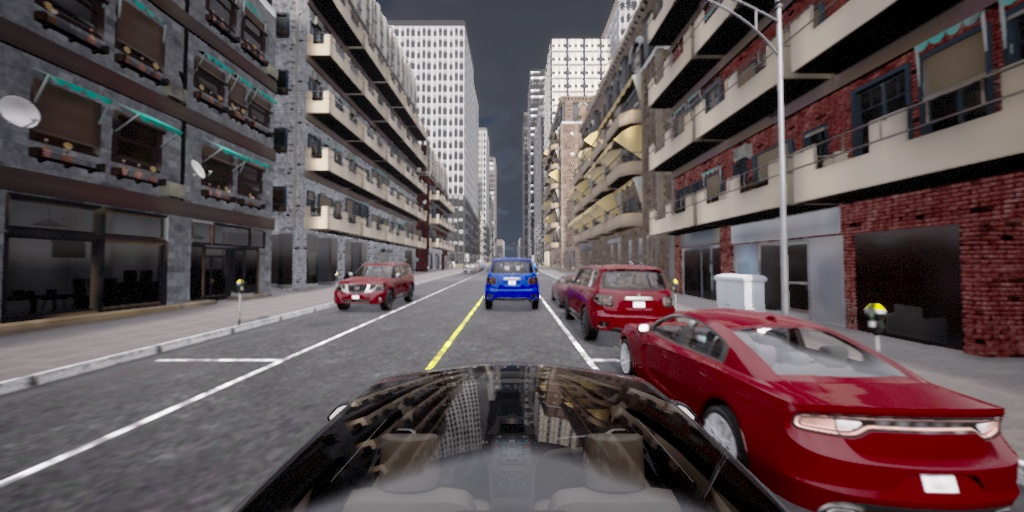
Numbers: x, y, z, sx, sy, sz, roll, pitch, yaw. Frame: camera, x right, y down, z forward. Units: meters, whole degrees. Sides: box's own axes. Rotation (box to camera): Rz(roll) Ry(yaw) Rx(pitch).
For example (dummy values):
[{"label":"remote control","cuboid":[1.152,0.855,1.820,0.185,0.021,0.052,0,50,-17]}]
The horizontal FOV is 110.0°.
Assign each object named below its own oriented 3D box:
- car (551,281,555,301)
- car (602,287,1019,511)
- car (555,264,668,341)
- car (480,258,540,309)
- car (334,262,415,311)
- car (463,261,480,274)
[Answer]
[{"label":"car","cuboid":[2.694,1.464,15.568,1.802,1.307,4.207,0,0,0]},{"label":"car","cuboid":[2.692,1.321,4.487,1.888,1.381,4.507,0,0,0]},{"label":"car","cuboid":[2.693,1.144,10.028,2.192,1.841,5.009,0,0,0]},{"label":"car","cuboid":[0.003,1.101,15.876,2.150,2.045,5.566,0,0,0]},{"label":"car","cuboid":[-5.689,1.196,15.517,2.192,1.841,5.009,0,0,0]},{"label":"car","cuboid":[-5.650,1.744,48.757,2.007,1.370,4.403,0,0,0]}]
